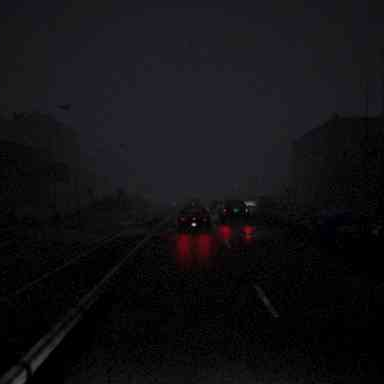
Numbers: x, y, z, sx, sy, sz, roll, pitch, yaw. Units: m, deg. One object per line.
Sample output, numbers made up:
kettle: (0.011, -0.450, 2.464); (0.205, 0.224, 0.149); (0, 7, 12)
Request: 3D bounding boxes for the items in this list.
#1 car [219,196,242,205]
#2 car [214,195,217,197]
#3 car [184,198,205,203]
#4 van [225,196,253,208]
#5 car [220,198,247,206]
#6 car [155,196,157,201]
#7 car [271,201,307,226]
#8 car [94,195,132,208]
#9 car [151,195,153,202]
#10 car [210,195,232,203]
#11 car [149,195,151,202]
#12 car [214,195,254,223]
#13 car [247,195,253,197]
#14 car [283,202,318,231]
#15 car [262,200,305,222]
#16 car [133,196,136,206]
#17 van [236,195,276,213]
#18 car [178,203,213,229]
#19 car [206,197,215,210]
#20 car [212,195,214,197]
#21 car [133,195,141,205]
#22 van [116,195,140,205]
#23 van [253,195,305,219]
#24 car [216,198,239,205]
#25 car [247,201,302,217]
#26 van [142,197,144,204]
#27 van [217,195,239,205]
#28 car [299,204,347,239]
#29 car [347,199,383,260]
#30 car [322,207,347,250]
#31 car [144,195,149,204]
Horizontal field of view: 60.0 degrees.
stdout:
car: (7.710, 1.787, 66.977); (4.553, 1.767, 2.185); (0, 0, 0)
car: (7.649, 1.639, 64.220); (5.566, 2.045, 2.435); (0, 0, 0)
car: (0.124, 1.509, 40.817); (2.097, 1.767, 4.553); (0, -1, 0)
van: (7.789, 1.589, 55.943); (4.442, 1.987, 1.878); (0, -1, 0)
car: (7.647, 1.897, 61.460); (4.792, 1.488, 2.163); (0, 0, 0)
car: (-12.786, 2.027, 89.335); (5.008, 1.535, 2.097); (0, 0, 0)
car: (7.658, 1.460, 20.104); (4.892, 1.521, 2.231); (0, 0, 0)
car: (-12.938, 1.534, 53.083); (5.566, 2.045, 2.435); (0, -1, 0)
car: (-12.796, 1.993, 80.871); (5.008, 1.535, 2.097); (0, 0, 0)
car: (7.720, 1.783, 89.041); (5.566, 2.045, 2.435); (0, 0, 0)
car: (-12.630, 1.964, 75.436); (5.366, 1.575, 1.946); (0, 0, 0)
car: (3.107, 1.359, 25.603); (2.097, 1.767, 4.553); (0, 0, 0)
car: (7.631, 1.305, 33.889); (5.566, 2.045, 2.435); (0, -1, 0)
car: (7.656, 1.451, 17.348); (4.892, 1.521, 2.231); (0, 0, 0)
car: (7.623, 1.501, 22.860); (4.792, 1.488, 2.163); (0, 0, 0)
car: (-12.851, 1.872, 58.763); (4.792, 1.488, 2.163); (0, -1, 0)
van: (7.546, 1.395, 39.400); (4.442, 1.987, 1.878); (0, -1, 0)
car: (0.113, 1.585, 21.188); (1.895, 1.301, 4.718); (0, 0, 0)
car: (3.116, 1.680, 42.039); (1.837, 1.490, 4.892); (0, 0, 0)
car: (7.871, 1.980, 78.009); (5.366, 1.575, 1.946); (0, 0, 0)
car: (-12.894, 1.615, 61.419); (5.566, 2.045, 2.435); (0, 0, 0)
van: (-12.959, 1.687, 67.102); (4.442, 1.987, 1.878); (0, 0, 0)
van: (7.772, 1.280, 28.252); (4.442, 1.987, 1.878); (0, -1, 0)
car: (7.680, 1.991, 72.493); (4.674, 1.452, 2.002); (0, 0, 0)
car: (7.661, 1.570, 31.127); (4.674, 1.452, 2.002); (0, -1, 0)
van: (-12.948, 1.705, 69.756); (4.442, 1.987, 1.878); (0, 0, 0)
van: (7.564, 1.706, 69.736); (4.442, 1.987, 1.878); (0, 0, 0)
car: (7.644, 1.445, 14.591); (5.008, 1.535, 2.097); (0, 0, 0)
car: (7.674, 1.195, 9.079); (5.566, 2.045, 2.435); (0, 0, 0)
car: (7.651, 1.444, 11.835); (5.008, 1.535, 2.097); (0, 0, 0)
car: (-12.792, 1.698, 72.654); (5.566, 2.045, 2.435); (0, 0, 0)
